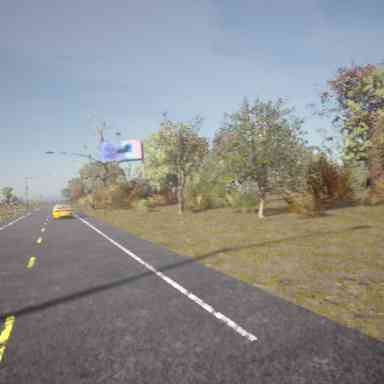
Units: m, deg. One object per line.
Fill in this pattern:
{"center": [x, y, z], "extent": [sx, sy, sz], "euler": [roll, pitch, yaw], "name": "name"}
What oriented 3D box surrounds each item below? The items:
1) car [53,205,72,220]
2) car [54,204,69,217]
{"center": [-15.241, 2.372, 39.314], "extent": [1.882, 1.535, 5.008], "euler": [-3, 0, -22], "name": "car"}
{"center": [-19.018, 2.594, 48.402], "extent": [1.882, 1.535, 5.008], "euler": [-3, 0, -22], "name": "car"}
